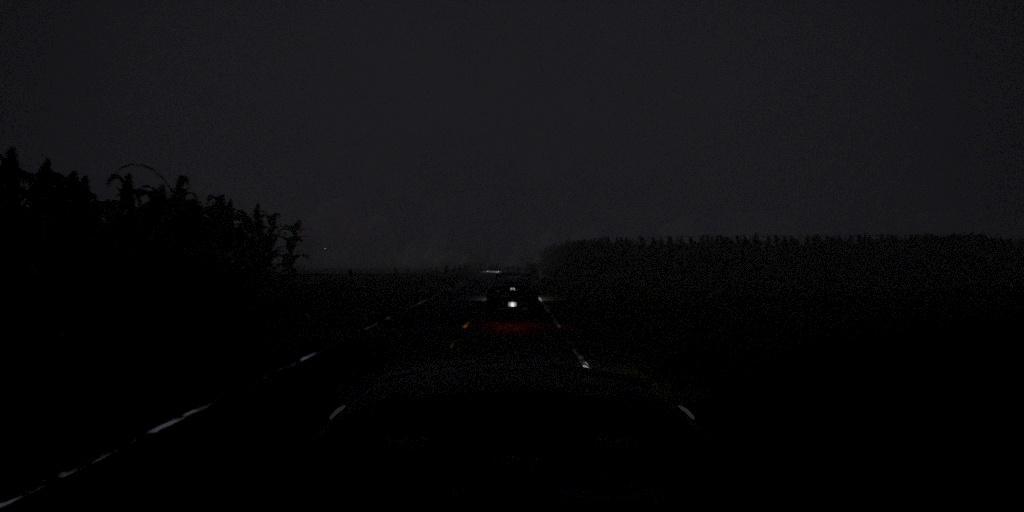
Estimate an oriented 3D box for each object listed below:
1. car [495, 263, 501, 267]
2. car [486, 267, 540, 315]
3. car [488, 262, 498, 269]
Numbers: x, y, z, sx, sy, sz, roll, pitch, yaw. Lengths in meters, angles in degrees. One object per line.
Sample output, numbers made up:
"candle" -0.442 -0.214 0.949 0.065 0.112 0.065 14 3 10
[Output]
"car" 0.013 1.497 27.077 2.033 1.411 5.357 0 0 0
"car" 0.037 1.352 14.112 1.837 1.490 4.892 0 -1 1
"car" -2.828 1.743 58.748 1.994 1.385 4.181 0 0 0
